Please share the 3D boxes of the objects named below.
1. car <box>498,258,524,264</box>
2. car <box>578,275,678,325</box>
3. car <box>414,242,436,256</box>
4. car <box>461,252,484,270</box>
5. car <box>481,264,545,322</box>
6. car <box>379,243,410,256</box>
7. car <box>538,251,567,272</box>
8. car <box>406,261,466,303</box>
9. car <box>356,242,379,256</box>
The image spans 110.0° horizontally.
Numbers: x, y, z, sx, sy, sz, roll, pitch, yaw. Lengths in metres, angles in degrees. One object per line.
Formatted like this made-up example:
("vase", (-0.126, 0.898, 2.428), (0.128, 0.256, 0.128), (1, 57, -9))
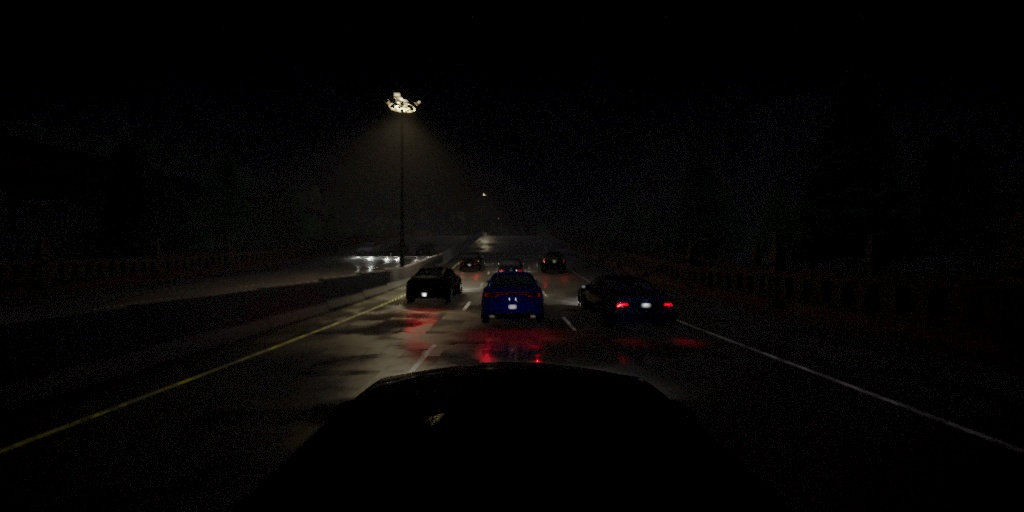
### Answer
("car", (-0.075, 0.867, 26.096), (2.033, 1.411, 5.357), (0, 4, 0))
("car", (3.522, 1.328, 11.923), (2.033, 1.411, 5.357), (0, 0, 0))
("car", (-10.849, -0.950, 45.039), (1.837, 1.490, 4.892), (0, 6, 0))
("car", (-3.588, 0.390, 32.393), (1.812, 1.442, 4.674), (0, 5, 0))
("car", (0.018, 1.253, 12.558), (1.882, 1.535, 5.008), (0, 1, 0))
("car", (-14.352, -0.910, 45.049), (2.033, 1.411, 5.357), (0, 6, 0))
("car", (3.415, 0.320, 31.164), (2.097, 1.767, 4.553), (0, 5, 0))
("car", (-3.490, 1.220, 16.650), (1.837, 1.490, 4.892), (0, 1, 0))
("car", (-17.847, -0.932, 45.029), (1.812, 1.442, 4.674), (0, 6, 0))
